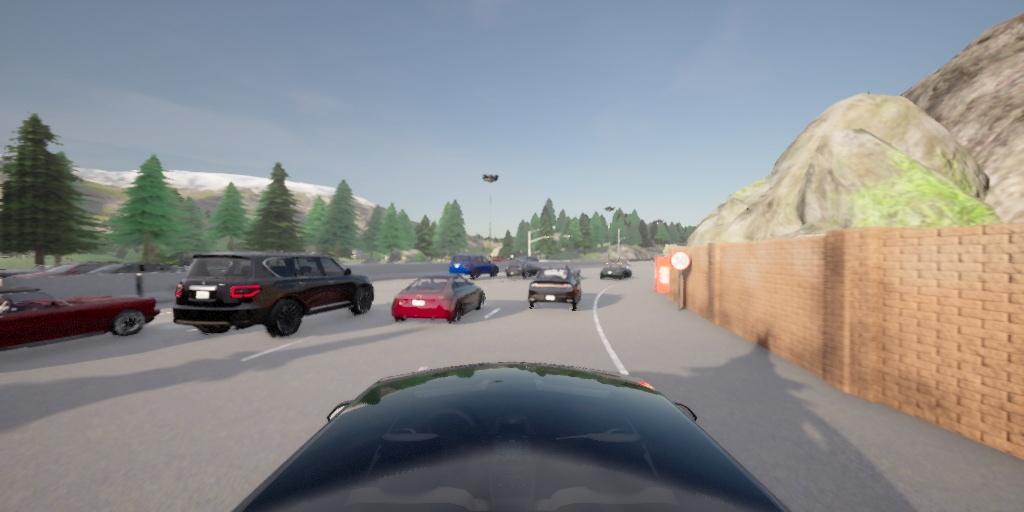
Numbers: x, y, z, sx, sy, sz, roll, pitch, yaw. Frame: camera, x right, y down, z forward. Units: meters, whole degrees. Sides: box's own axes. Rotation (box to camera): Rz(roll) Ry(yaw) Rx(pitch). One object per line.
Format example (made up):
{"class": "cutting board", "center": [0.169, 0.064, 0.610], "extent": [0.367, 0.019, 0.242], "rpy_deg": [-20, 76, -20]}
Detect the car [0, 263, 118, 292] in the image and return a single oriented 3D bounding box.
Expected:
{"class": "car", "center": [-25.795, 1.126, 20.043], "extent": [1.895, 1.301, 4.718], "rpy_deg": [0, 0, 14]}

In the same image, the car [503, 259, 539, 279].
{"class": "car", "center": [1.146, 1.240, 32.058], "extent": [2.128, 1.511, 4.902], "rpy_deg": [0, 0, 28]}

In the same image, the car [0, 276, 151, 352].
{"class": "car", "center": [-10.046, 1.264, 7.031], "extent": [1.895, 1.301, 4.718], "rpy_deg": [0, 0, 5]}

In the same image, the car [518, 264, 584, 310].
{"class": "car", "center": [1.878, 1.252, 14.872], "extent": [2.128, 1.511, 4.902], "rpy_deg": [0, 0, 13]}

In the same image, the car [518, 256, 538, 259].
{"class": "car", "center": [2.230, 1.029, 57.794], "extent": [2.150, 2.045, 5.566], "rpy_deg": [1, 0, 39]}

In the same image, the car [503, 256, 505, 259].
{"class": "car", "center": [-0.586, 1.219, 59.883], "extent": [2.128, 1.511, 4.902], "rpy_deg": [1, 0, 39]}

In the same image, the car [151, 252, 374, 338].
{"class": "car", "center": [-6.162, 0.916, 10.228], "extent": [2.150, 2.045, 5.566], "rpy_deg": [0, 0, 8]}

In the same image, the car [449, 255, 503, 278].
{"class": "car", "center": [-3.266, 0.933, 31.248], "extent": [2.150, 2.045, 5.566], "rpy_deg": [0, 0, 26]}

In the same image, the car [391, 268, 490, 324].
{"class": "car", "center": [-2.284, 1.291, 12.044], "extent": [1.994, 1.385, 4.181], "rpy_deg": [0, 0, 10]}

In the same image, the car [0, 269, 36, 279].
{"class": "car", "center": [-22.506, 1.079, 18.579], "extent": [1.812, 1.442, 4.674], "rpy_deg": [0, 0, 13]}

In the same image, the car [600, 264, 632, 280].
{"class": "car", "center": [9.434, 1.382, 32.384], "extent": [1.994, 1.385, 4.181], "rpy_deg": [0, 0, 32]}

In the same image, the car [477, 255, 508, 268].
{"class": "car", "center": [-3.296, 0.905, 62.094], "extent": [2.150, 2.045, 5.566], "rpy_deg": [1, 0, 39]}

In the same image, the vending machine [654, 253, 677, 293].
{"class": "vending machine", "center": [8.715, 1.012, 20.655], "extent": [1.100, 2.100, 0.880], "rpy_deg": [0, 0, 22]}

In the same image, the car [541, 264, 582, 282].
{"class": "car", "center": [4.334, 1.377, 30.767], "extent": [1.895, 1.301, 4.718], "rpy_deg": [0, 0, 28]}

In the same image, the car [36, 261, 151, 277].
{"class": "car", "center": [-19.115, 1.087, 17.736], "extent": [1.837, 1.490, 4.892], "rpy_deg": [0, 0, 13]}
